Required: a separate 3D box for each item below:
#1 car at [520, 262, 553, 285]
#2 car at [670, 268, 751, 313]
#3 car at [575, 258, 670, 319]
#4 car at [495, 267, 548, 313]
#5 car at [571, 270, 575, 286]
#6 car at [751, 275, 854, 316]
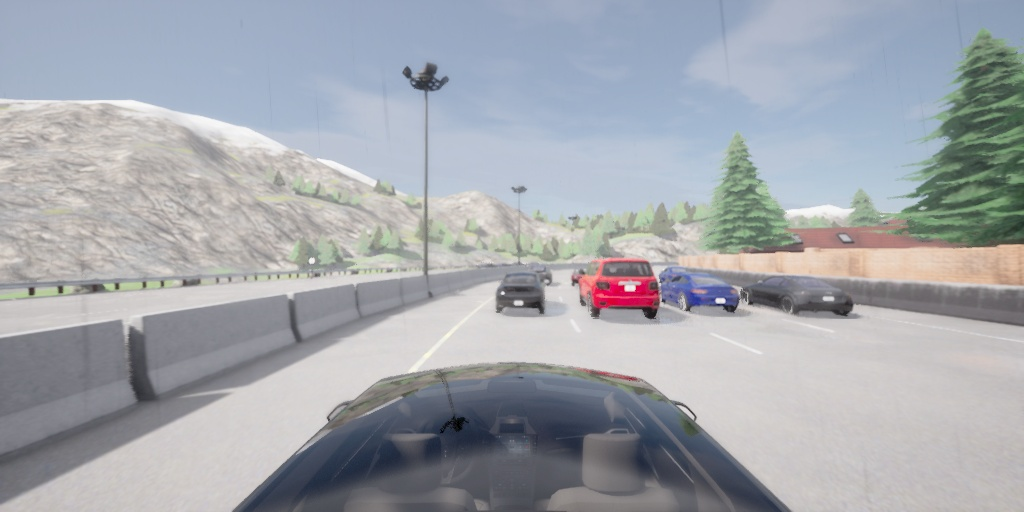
[{"bbox_3d":[2.268,1.529,29.223,2.128,1.511,4.902,0,0,11],"label":"car"},{"bbox_3d":[7.482,1.411,14.775,1.812,1.442,4.674,0,0,6],"label":"car"},{"bbox_3d":[3.854,1.100,13.710,2.150,2.045,5.566,0,0,5],"label":"car"},{"bbox_3d":[0.458,1.394,14.843,1.837,1.490,4.892,0,0,5],"label":"car"},{"bbox_3d":[5.672,1.629,28.418,1.895,1.301,4.718,0,-1,11],"label":"car"},{"bbox_3d":[10.939,1.444,14.162,1.994,1.385,4.181,0,-1,6],"label":"car"}]
